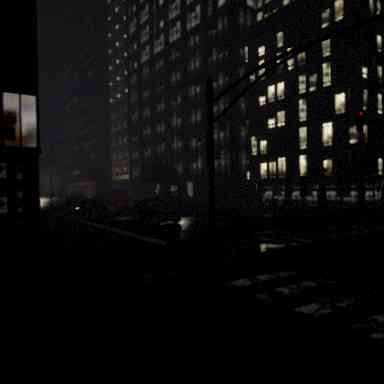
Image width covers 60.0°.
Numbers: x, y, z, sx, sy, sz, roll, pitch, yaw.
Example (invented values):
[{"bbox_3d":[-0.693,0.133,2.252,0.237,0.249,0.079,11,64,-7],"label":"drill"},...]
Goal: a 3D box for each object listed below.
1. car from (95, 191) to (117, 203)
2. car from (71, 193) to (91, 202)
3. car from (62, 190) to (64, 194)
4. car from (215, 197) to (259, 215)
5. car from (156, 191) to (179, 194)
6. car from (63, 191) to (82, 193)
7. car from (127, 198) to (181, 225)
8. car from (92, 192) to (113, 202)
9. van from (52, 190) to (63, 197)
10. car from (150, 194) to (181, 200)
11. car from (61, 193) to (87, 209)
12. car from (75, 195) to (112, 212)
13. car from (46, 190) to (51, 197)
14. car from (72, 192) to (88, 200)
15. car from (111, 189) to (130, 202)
[{"bbox_3d":[-13.346,0.993,48.602,2.033,1.411,5.357,-2,1,-34],"label":"car"},{"bbox_3d":[-18.867,0.960,56.519,1.895,1.301,4.718,-2,1,-35],"label":"car"},{"bbox_3d":[-25.613,0.590,71.039,1.967,1.590,4.097,-1,1,-35],"label":"car"},{"bbox_3d":[3.569,1.140,28.683,1.752,1.417,4.829,-1,1,-35],"label":"car"},{"bbox_3d":[-3.187,0.823,38.535,2.192,1.841,5.009,-1,1,-35],"label":"car"},{"bbox_3d":[-16.355,1.003,47.532,2.128,1.511,4.902,-2,1,-34],"label":"car"},{"bbox_3d":[-2.422,1.376,22.731,2.008,1.369,4.403,-1,1,-35],"label":"car"},{"bbox_3d":[-15.490,0.774,57.147,1.882,1.535,5.008,-2,1,-35],"label":"car"},{"bbox_3d":[-32.022,0.387,80.323,1.690,1.788,3.998,-1,1,-35],"label":"van"},{"bbox_3d":[-2.988,1.201,28.045,1.882,1.535,5.008,-2,1,-35],"label":"car"},{"bbox_3d":[-13.263,1.208,38.391,2.008,1.369,4.403,-1,1,-35],"label":"car"},{"bbox_3d":[-10.057,1.274,33.748,1.947,1.339,4.313,-1,1,-35],"label":"car"},{"bbox_3d":[-35.225,0.544,84.970,2.008,1.369,4.403,-1,1,-35],"label":"car"},{"bbox_3d":[-22.409,0.746,66.398,1.887,1.381,4.507,-1,1,-35],"label":"car"},{"bbox_3d":[-11.562,0.589,51.386,2.150,2.045,5.566,-2,1,-35],"label":"car"}]
